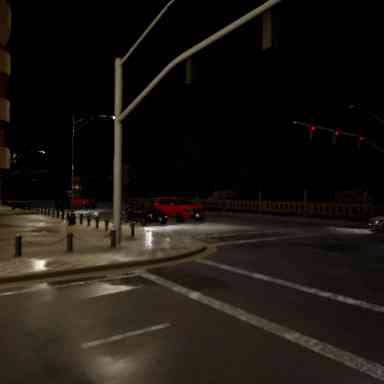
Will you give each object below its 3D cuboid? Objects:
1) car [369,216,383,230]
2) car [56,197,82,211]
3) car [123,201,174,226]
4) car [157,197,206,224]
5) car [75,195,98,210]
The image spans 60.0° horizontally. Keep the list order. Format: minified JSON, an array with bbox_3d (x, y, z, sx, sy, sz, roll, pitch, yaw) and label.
[{"bbox_3d":[14.106,1.872,21.546,4.674,1.442,1.812,0,1,11],"label":"car"},{"bbox_3d":[-16.228,1.725,42.919,1.812,1.442,4.674,1,0,-36],"label":"car"},{"bbox_3d":[-3.653,1.703,25.540,1.837,1.490,4.892,1,0,-36],"label":"car"},{"bbox_3d":[-1.185,1.462,28.103,2.150,2.045,5.566,1,0,-36],"label":"car"},{"bbox_3d":[-15.418,1.465,47.796,2.150,2.045,5.566,1,-1,-35],"label":"car"}]
